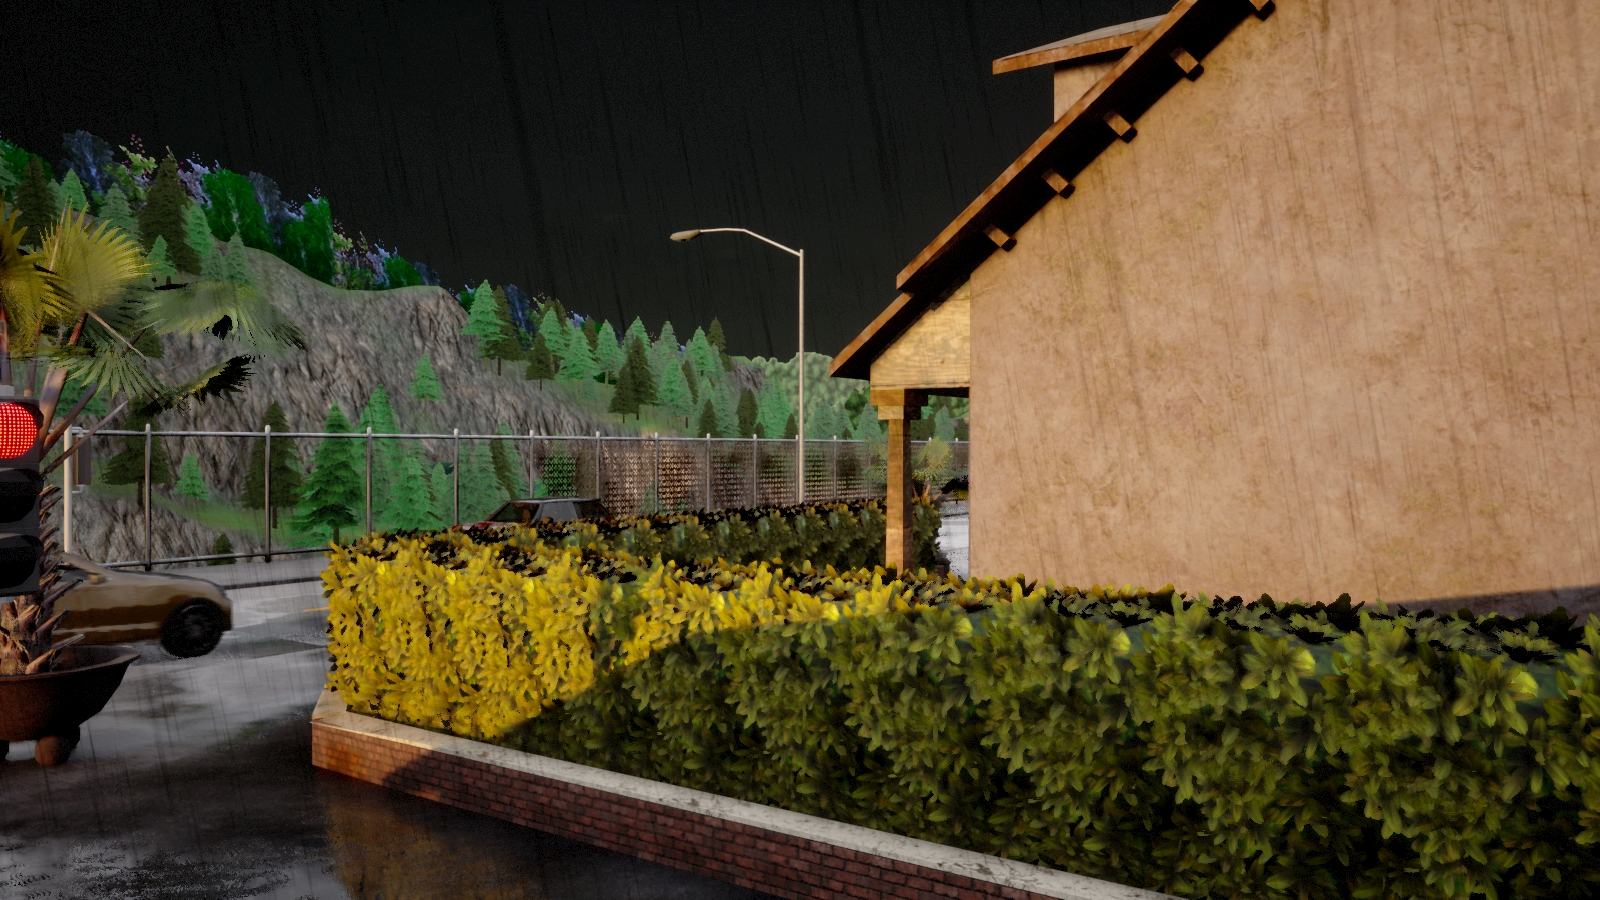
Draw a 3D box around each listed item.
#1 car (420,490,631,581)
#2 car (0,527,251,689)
[{"bbox_3d":[-6.312,1.906,26.765,2.097,1.767,4.553,0,0,35],"label":"car"},{"bbox_3d":[-9.997,1.992,14.538,2.152,1.651,5.027,0,0,35],"label":"car"}]
